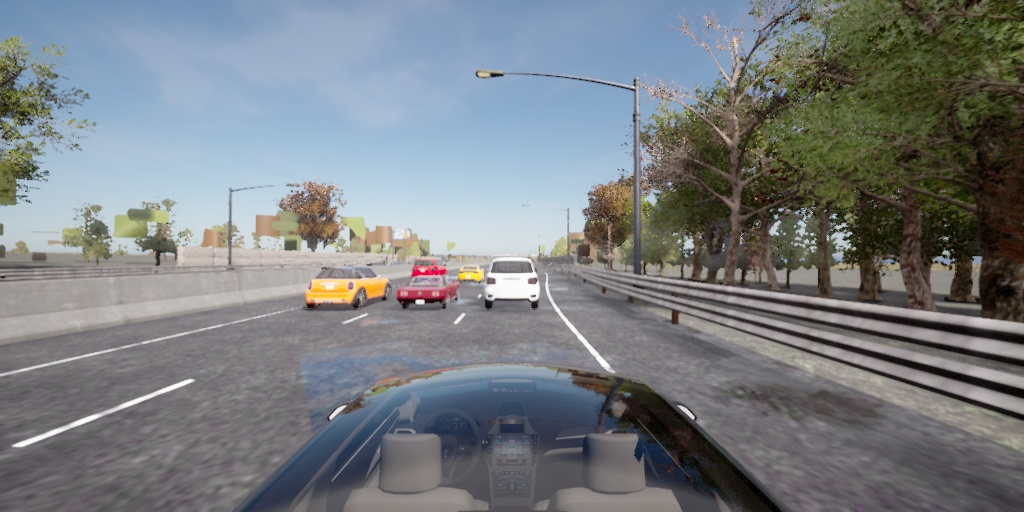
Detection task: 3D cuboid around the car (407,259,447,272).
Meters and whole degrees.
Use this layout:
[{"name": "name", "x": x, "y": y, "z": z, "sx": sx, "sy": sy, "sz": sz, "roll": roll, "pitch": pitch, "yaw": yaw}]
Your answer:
[{"name": "car", "x": -7.014, "y": 1.266, "z": 30.854, "sx": 2.150, "sy": 2.045, "sz": 5.566, "roll": 0, "pitch": 0, "yaw": 0}]

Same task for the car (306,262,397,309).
[{"name": "car", "x": -7.004, "y": 1.242, "z": 15.910, "sx": 2.097, "sy": 1.767, "sz": 4.553, "roll": 0, "pitch": -1, "yaw": 0}]

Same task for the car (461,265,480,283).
[{"name": "car", "x": -3.508, "y": 1.532, "z": 31.322, "sx": 1.882, "sy": 1.535, "sz": 5.008, "roll": 0, "pitch": 0, "yaw": 0}]

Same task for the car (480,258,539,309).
[{"name": "car", "x": -0.006, "y": 1.108, "z": 15.869, "sx": 2.150, "sy": 2.045, "sz": 5.566, "roll": 0, "pitch": 0, "yaw": 0}]

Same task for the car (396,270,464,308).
[{"name": "car", "x": -3.505, "y": 1.494, "z": 15.945, "sx": 1.895, "sy": 1.301, "sz": 4.718, "roll": 0, "pitch": -1, "yaw": 0}]
